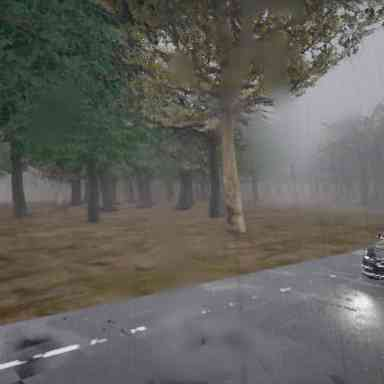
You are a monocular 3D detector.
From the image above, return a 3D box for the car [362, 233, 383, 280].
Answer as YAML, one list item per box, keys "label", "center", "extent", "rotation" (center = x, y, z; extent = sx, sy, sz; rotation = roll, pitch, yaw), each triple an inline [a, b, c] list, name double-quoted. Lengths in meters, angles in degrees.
- label: "car"
  center: [6.344, 1.480, 8.755]
  extent: [4.892, 1.490, 1.837]
  rotation: [0, 0, -37]
